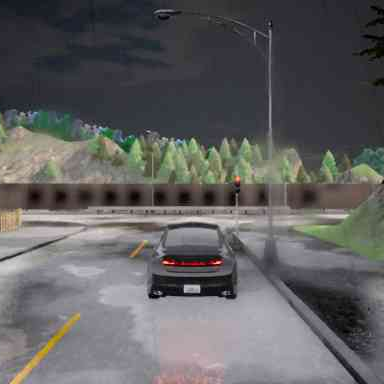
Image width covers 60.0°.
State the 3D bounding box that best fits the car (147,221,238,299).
[{"bbox_3d":[0.025,1.505,8.429,1.837,1.490,4.892,0,0,1],"label":"car"}]
